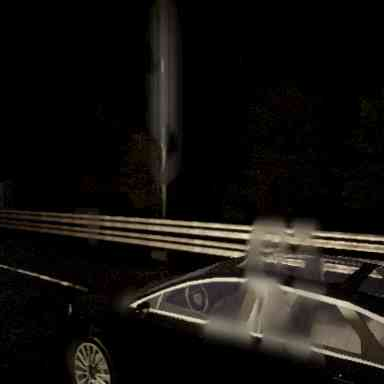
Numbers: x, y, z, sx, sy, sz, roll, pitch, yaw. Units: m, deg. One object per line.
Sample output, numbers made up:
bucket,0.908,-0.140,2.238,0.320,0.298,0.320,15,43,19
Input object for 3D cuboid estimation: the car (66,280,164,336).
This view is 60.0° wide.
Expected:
car,0.704,1.355,3.172,4.902,1.511,2.128,0,0,38
